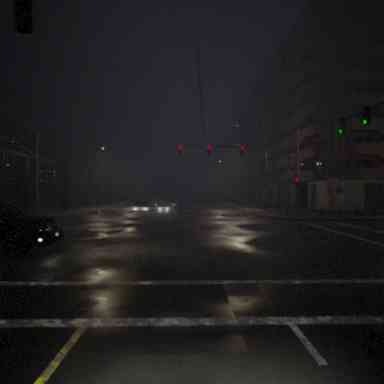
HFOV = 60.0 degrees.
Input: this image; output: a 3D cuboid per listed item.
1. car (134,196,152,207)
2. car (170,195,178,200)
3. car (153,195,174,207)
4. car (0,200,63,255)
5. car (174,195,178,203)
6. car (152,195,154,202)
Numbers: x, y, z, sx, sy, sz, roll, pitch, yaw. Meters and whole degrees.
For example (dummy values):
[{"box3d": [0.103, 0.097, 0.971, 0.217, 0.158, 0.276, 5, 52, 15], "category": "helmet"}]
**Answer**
[{"box3d": [-7.787, 1.544, 51.319, 1.895, 1.301, 4.718, 0, 0, -1], "category": "car"}, {"box3d": [-4.753, 1.427, 87.667, 1.812, 1.442, 4.674, 0, 0, -1], "category": "car"}, {"box3d": [-4.282, 1.434, 51.070, 2.128, 1.511, 4.902, 0, 0, -1], "category": "car"}, {"box3d": [-7.977, 1.261, 12.799, 5.566, 2.045, 2.150, 0, 0, -1], "category": "car"}, {"box3d": [-4.434, 1.523, 67.927, 1.895, 1.301, 4.718, 0, 0, -1], "category": "car"}, {"box3d": [-7.934, 1.448, 67.867, 1.812, 1.442, 4.674, 0, 0, -1], "category": "car"}]
